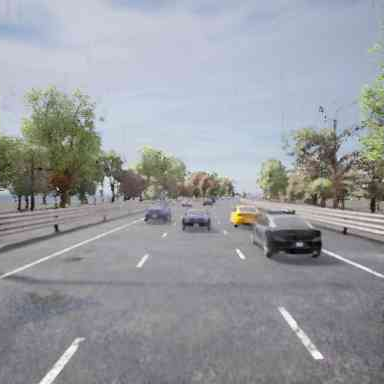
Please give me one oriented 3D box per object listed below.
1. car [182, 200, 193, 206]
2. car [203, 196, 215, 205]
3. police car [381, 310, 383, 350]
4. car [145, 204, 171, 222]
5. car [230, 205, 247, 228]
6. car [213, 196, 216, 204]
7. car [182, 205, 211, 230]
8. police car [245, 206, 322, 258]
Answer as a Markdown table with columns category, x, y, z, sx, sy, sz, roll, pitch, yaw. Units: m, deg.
| category | x | y | z | sx | sy | sz | roll | pitch | yaw |
| --- | --- | --- | --- | --- | --- | --- | --- | --- | --- |
| car | -0.782 | 2.237 | 64.965 | 1.895 | 1.301 | 4.718 | 2 | 0 | 5 |
| car | 3.682 | 2.315 | 75.948 | 1.812 | 1.442 | 4.674 | 0 | -1 | 6 |
| police car | 3.496 | 1.537 | 2.622 | 2.038 | 1.542 | 4.974 | 0 | -1 | 0 |
| car | -2.878 | 1.781 | 28.730 | 1.812 | 1.442 | 4.674 | 2 | 0 | 2 |
| car | 3.870 | 1.722 | 24.373 | 1.882 | 1.535 | 5.008 | 0 | -1 | 2 |
| car | 5.344 | 2.193 | 91.383 | 2.150 | 2.045 | 5.566 | 0 | -1 | 7 |
| car | 0.346 | 1.826 | 23.098 | 1.895 | 1.301 | 4.718 | 0 | -1 | 2 |
| police car | 3.609 | 1.562 | 13.609 | 1.930 | 1.638 | 5.238 | 0 | -1 | 1 |
